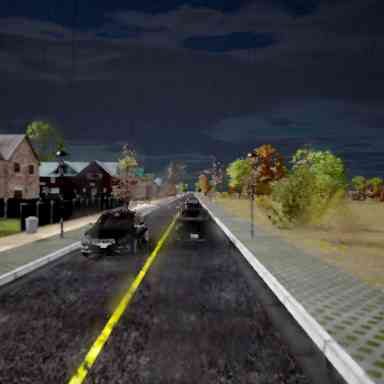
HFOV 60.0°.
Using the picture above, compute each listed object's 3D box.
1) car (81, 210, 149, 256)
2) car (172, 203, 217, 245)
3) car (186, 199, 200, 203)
[{"bbox_3d":[-2.849,1.506,13.118,1.837,1.490,4.892,0,0,0],"label":"car"},{"bbox_3d":[0.103,1.506,15.637,1.837,1.490,4.892,0,0,0],"label":"car"},{"bbox_3d":[0.105,1.494,34.141,2.128,1.511,4.902,0,0,0],"label":"car"}]
